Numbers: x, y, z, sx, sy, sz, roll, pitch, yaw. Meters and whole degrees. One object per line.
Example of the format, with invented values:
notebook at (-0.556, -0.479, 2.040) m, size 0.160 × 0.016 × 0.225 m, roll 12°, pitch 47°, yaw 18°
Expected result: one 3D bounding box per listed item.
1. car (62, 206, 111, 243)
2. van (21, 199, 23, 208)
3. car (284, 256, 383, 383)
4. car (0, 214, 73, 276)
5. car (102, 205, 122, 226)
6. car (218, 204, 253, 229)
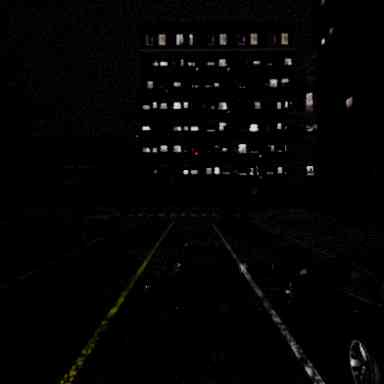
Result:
car at (-5.633, 1.592, 16.209) m, size 2.008 × 1.369 × 4.403 m, roll 1°, pitch 0°, yaw 0°
van at (-26.041, 1.769, 46.864) m, size 3.998 × 1.788 × 1.690 m, roll -1°, pitch -1°, yaw 1°
car at (2.707, 1.578, 4.888) m, size 1.947 × 1.339 × 4.313 m, roll 1°, pitch 0°, yaw 0°
car at (-5.636, 1.592, 10.521) m, size 1.947 × 1.339 × 4.313 m, roll 1°, pitch 0°, yaw 0°
car at (-5.799, 1.581, 21.726) m, size 1.752 × 1.417 × 4.829 m, roll 1°, pitch 0°, yaw 0°
car at (2.767, 1.495, 21.945) m, size 1.967 × 1.590 × 4.097 m, roll 1°, pitch 0°, yaw 0°
